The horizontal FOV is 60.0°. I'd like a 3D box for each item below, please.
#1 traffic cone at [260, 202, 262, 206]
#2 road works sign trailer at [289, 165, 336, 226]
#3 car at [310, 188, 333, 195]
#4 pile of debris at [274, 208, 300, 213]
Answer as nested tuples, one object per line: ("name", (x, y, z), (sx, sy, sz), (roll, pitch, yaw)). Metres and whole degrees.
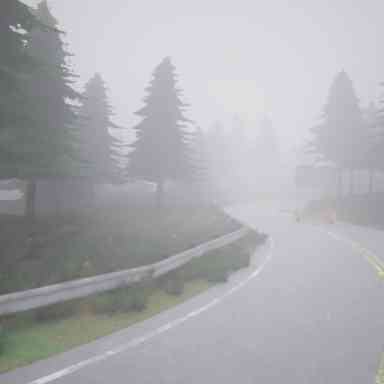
("traffic cone", (7.007, 1.198, 32.444), (0.340, 0.580, 0.340), (2, 1, 4))
("road works sign trailer", (7.723, 0.116, 21.285), (2.380, 3.560, 2.880), (3, 2, 4))
("car", (20.691, 0.198, 52.970), (4.553, 1.767, 2.097), (-1, 0, -39))
("pile of debris", (8.095, 1.575, 28.348), (1.860, 0.140, 1.500), (2, 3, 4))
